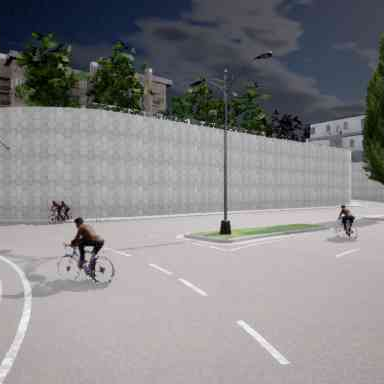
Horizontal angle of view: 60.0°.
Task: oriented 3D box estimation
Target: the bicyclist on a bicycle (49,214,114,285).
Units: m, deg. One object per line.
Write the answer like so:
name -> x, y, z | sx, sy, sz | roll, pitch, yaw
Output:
bicyclist on a bicycle -> -2.647, 1.453, 8.215 | 1.656, 1.620, 0.582 | -1, 0, 17

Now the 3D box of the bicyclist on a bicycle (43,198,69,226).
bicyclist on a bicycle -> -9.619, 1.387, 23.638 | 0.582, 1.620, 1.656 | 0, 9, 21

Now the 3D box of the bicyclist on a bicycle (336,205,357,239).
bicyclist on a bicycle -> 7.483, 1.455, 16.181 | 0.582, 1.620, 1.656 | 0, -2, -9

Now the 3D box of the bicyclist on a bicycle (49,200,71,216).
bicyclist on a bicycle -> -9.030, 1.424, 23.433 | 0.582, 1.620, 1.656 | 10, 9, 23
